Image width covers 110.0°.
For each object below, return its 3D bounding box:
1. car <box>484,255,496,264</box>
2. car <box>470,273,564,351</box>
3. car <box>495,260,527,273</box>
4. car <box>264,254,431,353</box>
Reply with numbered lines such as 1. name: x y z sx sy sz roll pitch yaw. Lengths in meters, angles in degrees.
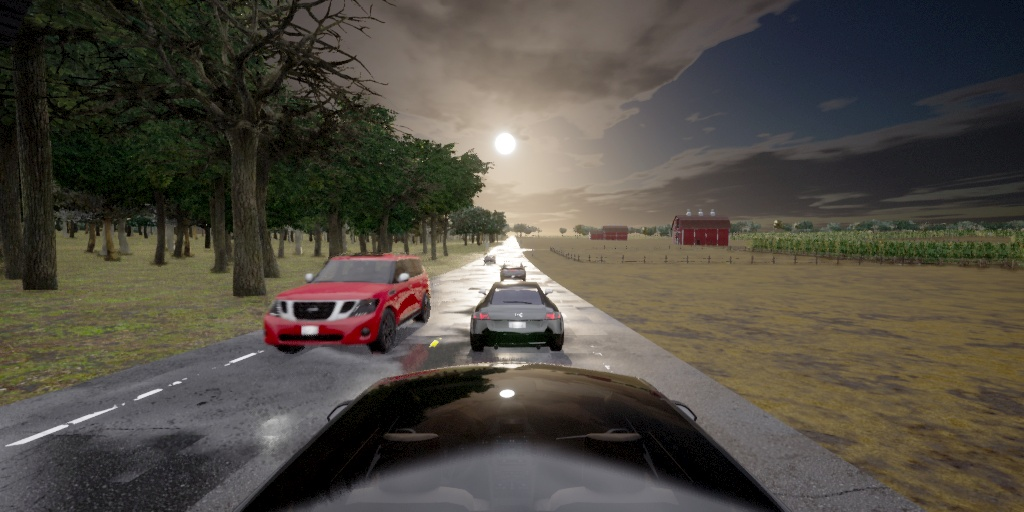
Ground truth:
1. car: -3.560 0.527 59.111 2.033 1.411 5.357 0 2 0
2. car: 0.094 1.307 8.972 1.994 1.385 4.181 0 0 0
3. car: 0.075 1.165 26.659 2.128 1.511 4.902 0 1 0
4. car: -3.608 0.964 9.152 2.150 2.045 5.566 0 0 0
